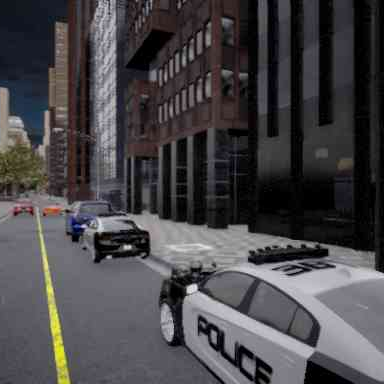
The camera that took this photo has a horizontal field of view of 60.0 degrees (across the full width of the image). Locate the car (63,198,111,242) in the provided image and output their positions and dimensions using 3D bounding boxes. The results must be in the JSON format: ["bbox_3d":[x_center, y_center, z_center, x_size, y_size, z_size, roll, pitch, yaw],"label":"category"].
[{"bbox_3d":[-5.721,1.511,18.473,2.150,2.045,5.566,0,-1,-25],"label":"car"}]

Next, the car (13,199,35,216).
[{"bbox_3d":[-20.721,1.884,41.084,2.150,2.045,5.566,0,-1,-25],"label":"car"}]

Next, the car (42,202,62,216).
[{"bbox_3d":[-17.254,1.993,40.893,2.097,1.767,4.553,0,-1,-25],"label":"car"}]

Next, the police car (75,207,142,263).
[{"bbox_3d":[-3.192,1.625,13.119,1.930,1.638,5.238,0,-1,-25],"label":"police car"}]

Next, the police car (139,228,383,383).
[{"bbox_3d":[1.082,1.477,4.079,1.930,1.638,5.238,0,-1,-25],"label":"police car"}]
